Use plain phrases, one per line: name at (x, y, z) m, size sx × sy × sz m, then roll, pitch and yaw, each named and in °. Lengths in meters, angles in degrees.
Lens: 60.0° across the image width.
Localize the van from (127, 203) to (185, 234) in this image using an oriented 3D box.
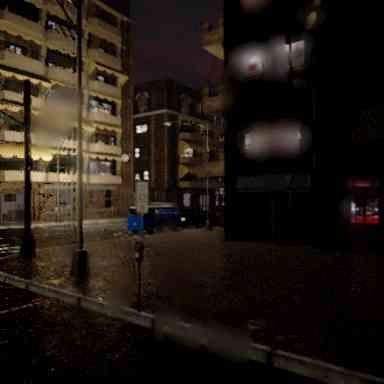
van at (-2.494, 1.796, 22.143) m, size 1.690 × 1.788 × 3.998 m, roll -2°, pitch -2°, yaw 35°

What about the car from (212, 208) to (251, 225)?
car at (3.784, 2.251, 31.267) m, size 1.802 × 1.307 × 4.206 m, roll -2°, pitch -2°, yaw 35°

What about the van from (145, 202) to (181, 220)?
van at (-3.055, 2.049, 36.063) m, size 1.690 × 1.788 × 3.998 m, roll -2°, pitch -2°, yaw 35°

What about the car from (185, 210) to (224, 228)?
car at (0.577, 2.128, 26.752) m, size 1.947 × 1.339 × 4.313 m, roll -2°, pitch -2°, yaw 35°
